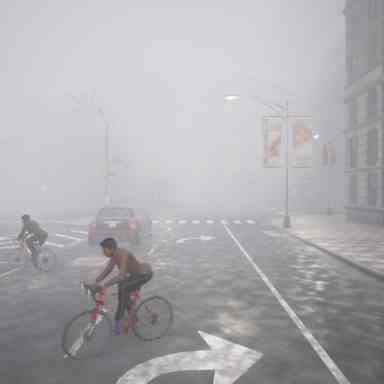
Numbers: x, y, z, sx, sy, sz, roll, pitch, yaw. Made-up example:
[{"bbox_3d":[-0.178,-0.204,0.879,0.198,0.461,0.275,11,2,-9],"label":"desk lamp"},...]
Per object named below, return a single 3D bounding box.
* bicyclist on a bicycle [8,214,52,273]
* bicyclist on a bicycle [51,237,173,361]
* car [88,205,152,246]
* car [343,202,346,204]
[{"bbox_3d":[-4.511,1.455,9.322,1.656,1.620,0.582,-2,-1,17],"label":"bicyclist on a bicycle"},{"bbox_3d":[-1.007,1.454,4.735,1.656,1.620,0.582,-2,1,-32],"label":"bicyclist on a bicycle"},{"bbox_3d":[-3.121,1.352,15.368,2.097,1.767,4.553,0,0,1],"label":"car"},{"bbox_3d":[23.479,1.547,45.352,5.357,1.411,2.033,0,0,2],"label":"car"}]
